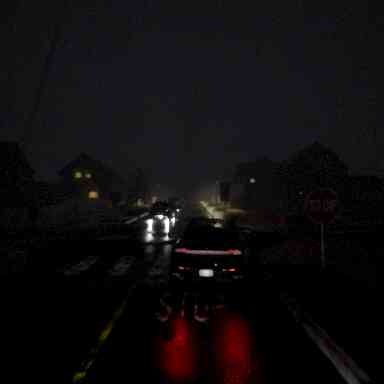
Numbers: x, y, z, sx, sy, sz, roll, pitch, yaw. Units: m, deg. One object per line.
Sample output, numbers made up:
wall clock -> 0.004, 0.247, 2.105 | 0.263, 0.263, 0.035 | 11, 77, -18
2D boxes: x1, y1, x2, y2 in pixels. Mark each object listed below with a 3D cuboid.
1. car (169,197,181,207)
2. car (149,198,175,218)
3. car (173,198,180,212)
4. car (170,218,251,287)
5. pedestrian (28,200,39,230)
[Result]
car -> -2.858, 1.510, 51.269 | 2.097, 1.767, 4.553 | 0, 0, 1
car -> -2.871, 1.597, 30.922 | 1.812, 1.442, 4.674 | 0, 0, 0
car -> -2.858, 1.711, 40.997 | 1.895, 1.301, 4.718 | 0, 0, 0
car -> 0.636, 1.499, 9.484 | 2.128, 1.511, 4.902 | 0, 0, 8
pedestrian -> -9.822, 1.393, 20.550 | 0.375, 1.860, 0.375 | 0, -3, -1
